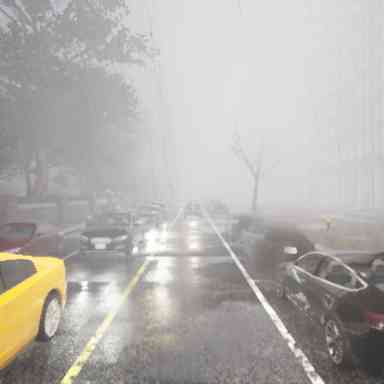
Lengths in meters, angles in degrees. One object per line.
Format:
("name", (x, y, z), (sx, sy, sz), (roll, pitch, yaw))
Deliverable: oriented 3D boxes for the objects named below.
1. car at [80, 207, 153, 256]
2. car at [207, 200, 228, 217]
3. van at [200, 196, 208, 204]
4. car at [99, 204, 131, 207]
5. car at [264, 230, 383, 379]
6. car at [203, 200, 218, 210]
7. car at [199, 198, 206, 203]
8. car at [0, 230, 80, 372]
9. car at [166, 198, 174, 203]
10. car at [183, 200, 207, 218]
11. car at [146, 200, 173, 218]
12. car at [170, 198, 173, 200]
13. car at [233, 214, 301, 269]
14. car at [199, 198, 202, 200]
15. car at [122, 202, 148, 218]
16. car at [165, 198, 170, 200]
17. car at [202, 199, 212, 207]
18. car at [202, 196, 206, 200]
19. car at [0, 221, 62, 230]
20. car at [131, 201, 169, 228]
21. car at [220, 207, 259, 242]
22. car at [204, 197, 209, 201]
("car", (-3.073, 1.580, 13.602), (2.128, 1.511, 4.902), (0, 0, 0))
("car", (2.727, 1.770, 33.716), (1.887, 1.381, 4.507), (0, 0, 0))
("van", (2.774, 1.905, 78.774), (1.690, 1.788, 3.998), (0, 0, 0))
("car", (-5.665, 1.587, 22.460), (1.967, 1.590, 4.097), (0, 0, 0))
("car", (2.697, 1.602, 5.553), (1.947, 1.339, 4.313), (0, 0, 0))
("car", (2.744, 1.899, 50.611), (2.008, 1.369, 4.403), (0, 0, 0))
("car", (2.785, 2.239, 90.035), (1.802, 1.307, 4.206), (0, 0, 0))
("car", (-3.087, 1.502, 3.722), (1.882, 1.535, 5.008), (0, 0, 0))
("car", (-5.601, 2.133, 84.243), (1.752, 1.417, 4.829), (0, 0, 0))
("car", (0.129, 1.763, 32.293), (2.033, 1.411, 5.357), (0, 0, 0))
("car", (-2.969, 1.697, 29.642), (1.837, 1.490, 4.892), (0, 0, 0))
("car", (-5.613, 2.063, 73.148), (1.887, 1.381, 4.507), (0, 0, 0))
("car", (2.703, 1.639, 11.185), (1.947, 1.339, 4.313), (0, 0, 0))
("car", (0.071, 1.863, 46.113), (2.033, 1.411, 5.357), (0, 0, 1))
("car", (-5.653, 1.749, 33.554), (1.752, 1.417, 4.829), (0, 0, 0))
("car", (-5.624, 1.976, 61.884), (1.887, 1.381, 4.507), (0, 0, 0))
("car", (2.756, 2.013, 61.875), (1.802, 1.307, 4.206), (0, 0, 0))
("car", (2.739, 1.747, 44.979), (1.967, 1.590, 4.097), (0, 0, 0))
("car", (-5.678, 1.654, 11.194), (1.802, 1.307, 4.206), (0, 0, 0))
("car", (-3.049, 1.646, 23.422), (2.128, 1.511, 4.902), (0, 0, 0))
("car", (2.709, 1.676, 16.818), (1.947, 1.339, 4.313), (0, 0, 0))
("car", (2.733, 1.706, 39.348), (1.967, 1.590, 4.097), (0, 0, 0))
